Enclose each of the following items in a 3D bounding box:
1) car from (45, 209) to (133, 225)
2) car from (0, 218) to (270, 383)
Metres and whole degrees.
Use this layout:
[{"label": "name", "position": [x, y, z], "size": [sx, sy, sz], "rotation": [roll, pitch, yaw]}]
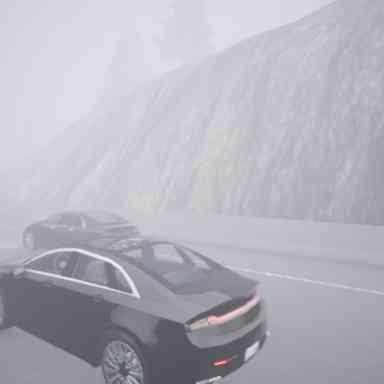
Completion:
[{"label": "car", "position": [-3.840, 1.338, 11.235], "size": [4.892, 1.490, 1.837], "rotation": [1, 1, 37]}, {"label": "car", "position": [-1.306, 1.424, 4.971], "size": [4.902, 1.511, 2.128], "rotation": [1, 1, 36]}]
